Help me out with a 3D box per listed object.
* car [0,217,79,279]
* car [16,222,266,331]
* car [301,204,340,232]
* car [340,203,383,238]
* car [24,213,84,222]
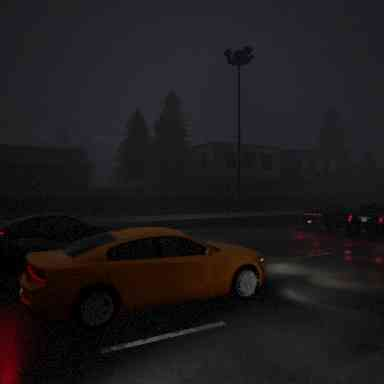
[{"bbox_3d":[-5.730,1.546,8.098,5.357,1.411,2.033,0,0,-29],"label":"car"},{"bbox_3d":[-0.732,1.476,6.876,5.008,1.535,1.882,0,0,-29],"label":"car"},{"bbox_3d":[8.829,1.486,20.205,4.902,1.511,2.128,0,0,-30],"label":"car"},{"bbox_3d":[10.057,1.351,16.889,4.553,1.767,2.097,0,0,-29],"label":"car"},{"bbox_3d":[-4.943,1.523,12.543,4.674,1.442,1.812,0,0,-29],"label":"car"}]
